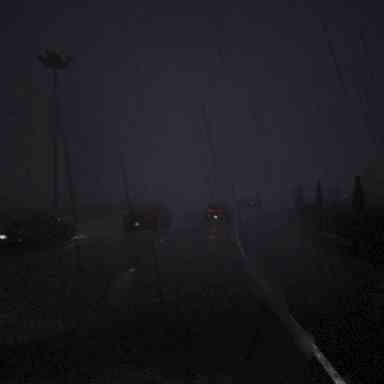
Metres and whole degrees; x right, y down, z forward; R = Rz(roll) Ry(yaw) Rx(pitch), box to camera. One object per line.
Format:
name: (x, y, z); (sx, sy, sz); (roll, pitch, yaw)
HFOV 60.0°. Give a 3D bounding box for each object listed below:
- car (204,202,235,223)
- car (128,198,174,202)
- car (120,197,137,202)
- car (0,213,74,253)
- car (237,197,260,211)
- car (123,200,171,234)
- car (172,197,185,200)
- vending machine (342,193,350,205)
car: (2.153, 1.511, 25.713); (1.837, 1.490, 4.892); (0, 0, 12)
car: (-3.756, 1.557, 31.376); (2.033, 1.411, 5.357); (0, 0, 15)
car: (-10.001, 1.507, 54.886); (2.128, 1.511, 4.902); (0, 0, 26)
car: (-6.559, 1.568, 13.817); (1.994, 1.385, 4.181); (0, 0, 4)
car: (7.123, 1.364, 41.434); (2.097, 1.767, 4.553); (0, 0, 22)
car: (-2.489, 1.484, 19.436); (1.882, 1.535, 5.008); (0, 0, 7)
car: (-2.502, 1.493, 54.280); (1.882, 1.535, 5.008); (0, 0, 28)
vending machine: (27.794, 1.210, 60.061); (1.100, 2.100, 0.880); (0, 0, 42)
